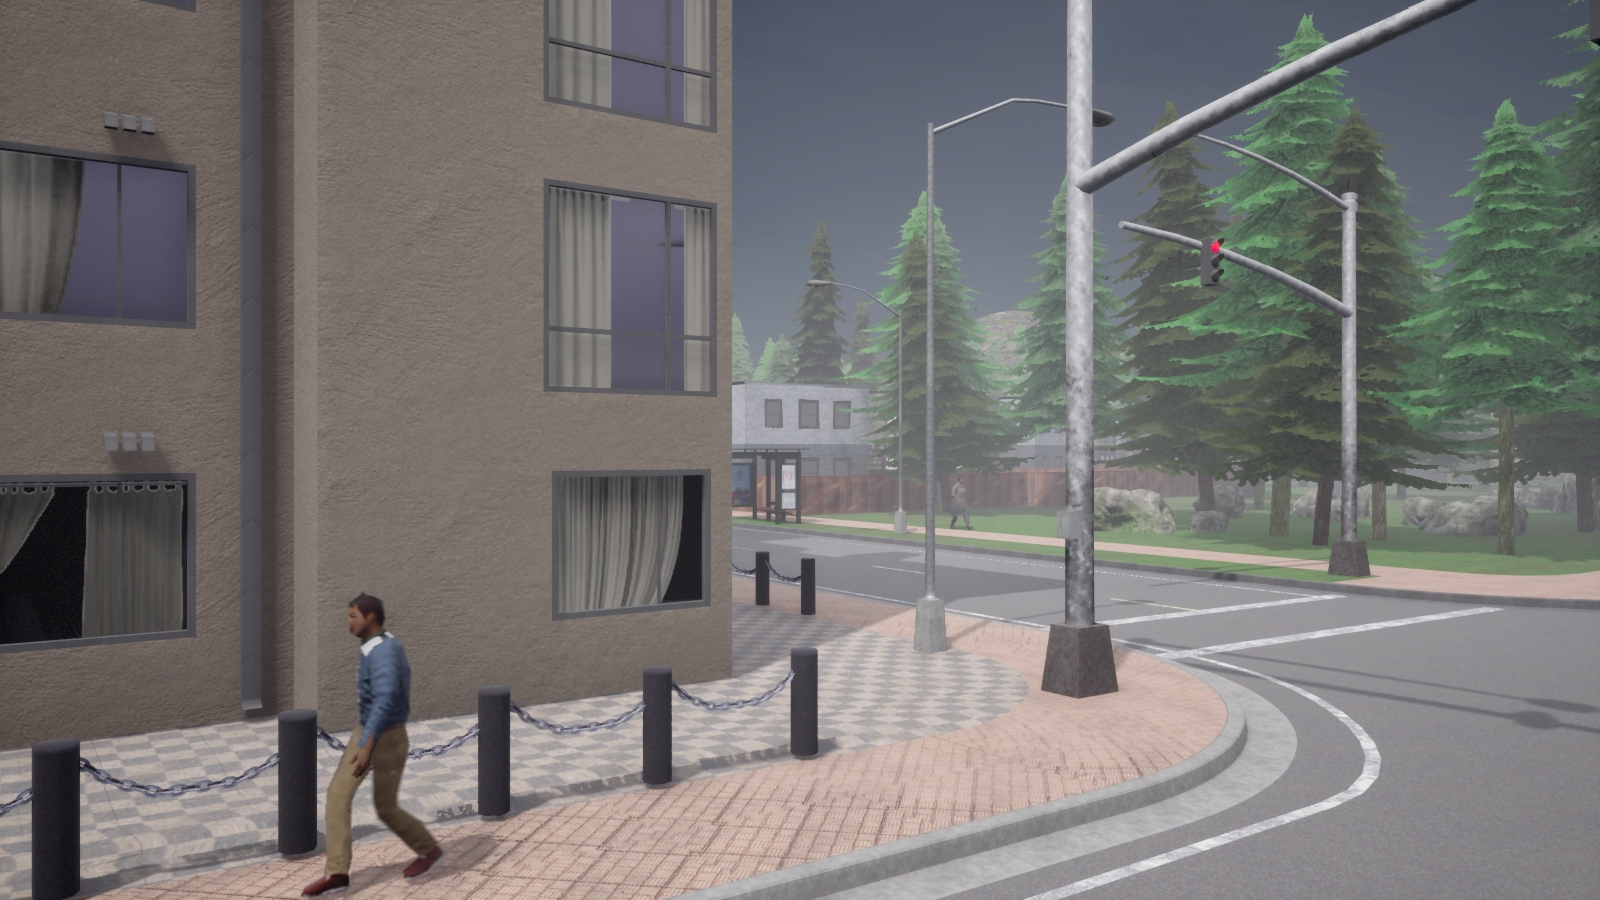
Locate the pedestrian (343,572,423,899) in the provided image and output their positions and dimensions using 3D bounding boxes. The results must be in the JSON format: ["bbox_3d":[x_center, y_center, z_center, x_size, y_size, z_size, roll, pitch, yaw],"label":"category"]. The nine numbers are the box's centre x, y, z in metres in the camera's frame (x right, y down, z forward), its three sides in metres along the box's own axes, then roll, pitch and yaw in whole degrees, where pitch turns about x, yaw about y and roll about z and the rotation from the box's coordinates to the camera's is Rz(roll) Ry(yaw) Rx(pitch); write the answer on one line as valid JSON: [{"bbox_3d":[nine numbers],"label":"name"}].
[{"bbox_3d":[-2.527,1.694,6.921,0.375,1.860,0.375,0,0,-35],"label":"pedestrian"}]

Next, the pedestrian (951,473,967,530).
[{"bbox_3d":[5.230,1.676,37.554,0.375,1.860,0.375,0,0,-34],"label":"pedestrian"}]
